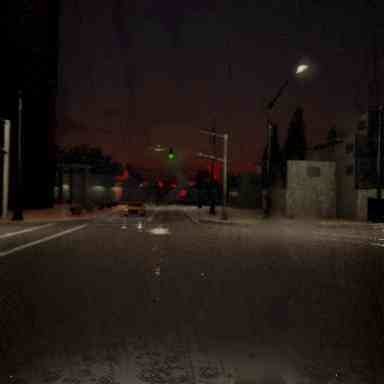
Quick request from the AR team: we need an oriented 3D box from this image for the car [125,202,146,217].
[{"bbox_3d":[-6.110,1.801,36.205,1.882,1.535,5.008,1,-1,-3],"label":"car"}]
